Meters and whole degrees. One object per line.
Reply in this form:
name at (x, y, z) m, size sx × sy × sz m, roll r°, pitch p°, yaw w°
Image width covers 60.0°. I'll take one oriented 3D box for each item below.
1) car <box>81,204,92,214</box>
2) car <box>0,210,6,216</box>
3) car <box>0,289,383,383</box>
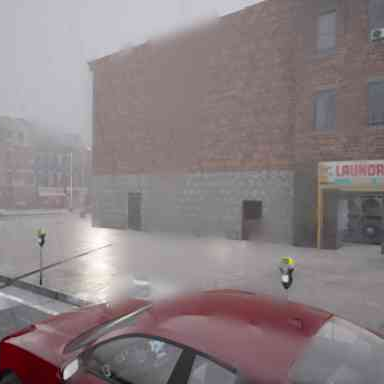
car at (-11.388, 1.913, 41.303) m, size 1.837 × 1.490 × 4.892 m, roll 1°, pitch 0°, yaw 36°
car at (-19.608, 1.826, 29.908) m, size 1.895 × 1.301 × 4.718 m, roll 1°, pitch 0°, yaw 37°
car at (0.102, 1.544, 2.727) m, size 4.507 × 1.381 × 1.887 m, roll 0°, pitch 1°, yaw 36°
